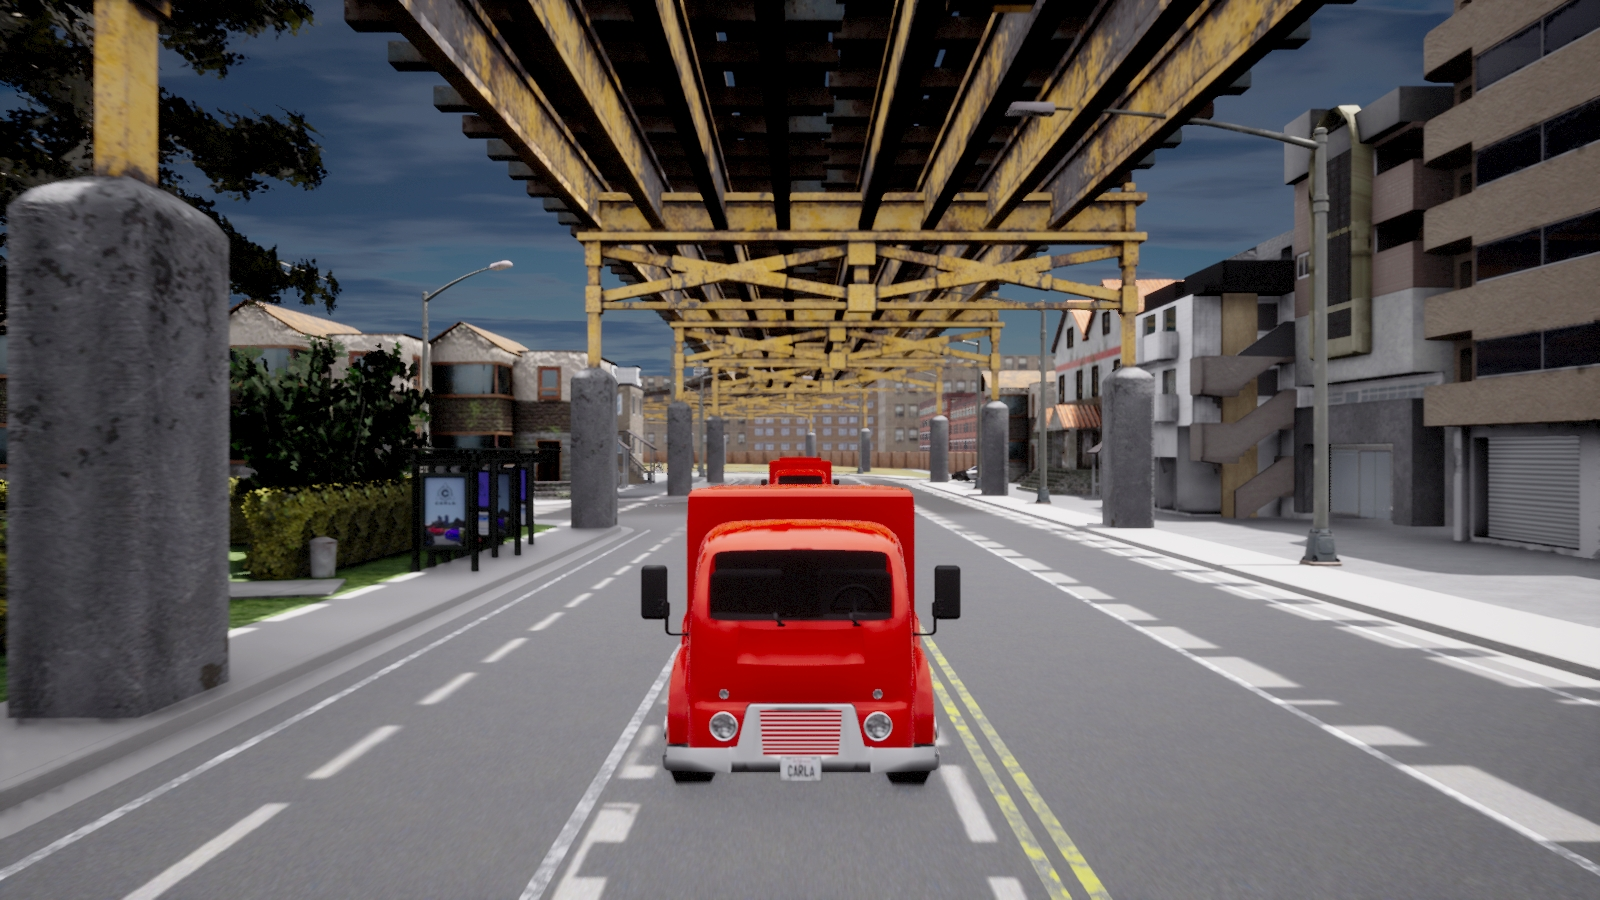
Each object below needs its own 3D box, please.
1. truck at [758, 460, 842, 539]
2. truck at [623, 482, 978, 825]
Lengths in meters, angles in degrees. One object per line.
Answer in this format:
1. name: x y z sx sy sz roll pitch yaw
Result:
1. truck: 0.009 1.576 38.442 2.627 2.467 5.204 0 0 0
2. truck: 0.005 1.582 11.080 2.627 2.467 5.204 0 -1 0
